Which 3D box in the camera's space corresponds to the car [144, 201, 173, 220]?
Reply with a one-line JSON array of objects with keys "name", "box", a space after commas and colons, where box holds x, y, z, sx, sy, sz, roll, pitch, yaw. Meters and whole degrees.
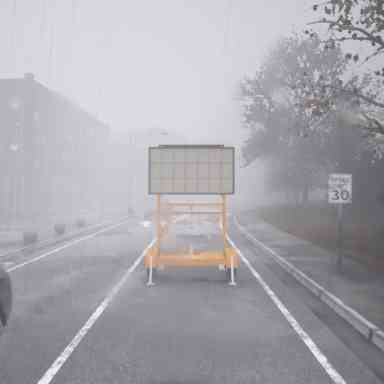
[{"name": "car", "box": [-2.726, 1.536, 28.130, 1.812, 1.442, 4.674, 0, 0, 6]}]

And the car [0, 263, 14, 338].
[{"name": "car", "box": [-3.591, 1.492, 3.002, 2.128, 1.511, 4.902, 0, 0, 0]}]

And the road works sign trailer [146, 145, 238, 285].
[{"name": "road works sign trailer", "box": [-0.013, 0.467, 9.471, 2.380, 3.560, 2.880, 0, 0, 0]}]
